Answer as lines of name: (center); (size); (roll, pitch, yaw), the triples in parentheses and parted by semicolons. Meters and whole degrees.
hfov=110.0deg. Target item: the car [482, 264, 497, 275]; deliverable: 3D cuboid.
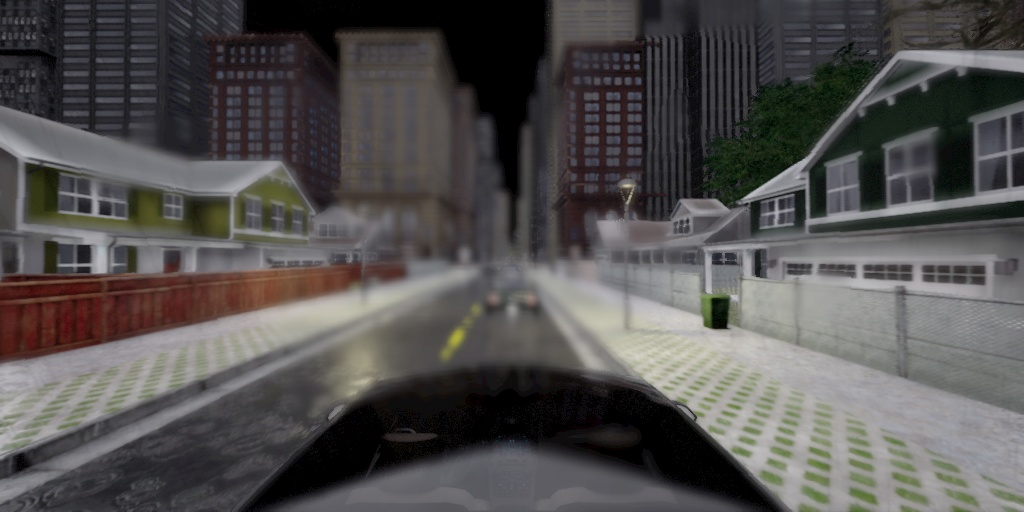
car: (-2.786, 1.701, 45.768); (1.895, 1.301, 4.718); (0, -1, 1)

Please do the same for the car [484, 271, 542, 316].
car: (0.042, 1.432, 13.703); (1.895, 1.301, 4.718); (0, 0, 1)

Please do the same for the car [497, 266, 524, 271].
car: (0.053, 1.524, 29.634); (1.994, 1.385, 4.181); (0, 0, 1)
